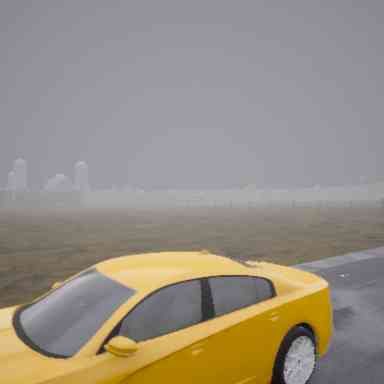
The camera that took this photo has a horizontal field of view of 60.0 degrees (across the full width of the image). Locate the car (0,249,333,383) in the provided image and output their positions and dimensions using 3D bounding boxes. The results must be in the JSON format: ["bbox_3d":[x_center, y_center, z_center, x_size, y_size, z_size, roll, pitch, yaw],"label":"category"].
[{"bbox_3d":[-0.512,1.476,3.625,5.008,1.535,1.882,0,0,-35],"label":"car"}]
